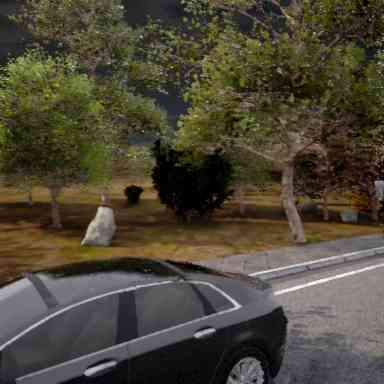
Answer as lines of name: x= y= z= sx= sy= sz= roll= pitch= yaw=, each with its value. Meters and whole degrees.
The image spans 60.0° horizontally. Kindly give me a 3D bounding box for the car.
car: x=-1.132 y=1.504 z=3.185 sx=4.892 sy=1.490 sz=1.837 roll=0 pitch=0 yaw=-36
